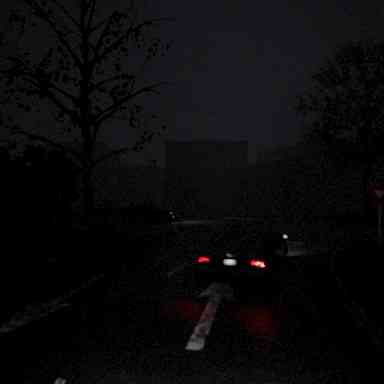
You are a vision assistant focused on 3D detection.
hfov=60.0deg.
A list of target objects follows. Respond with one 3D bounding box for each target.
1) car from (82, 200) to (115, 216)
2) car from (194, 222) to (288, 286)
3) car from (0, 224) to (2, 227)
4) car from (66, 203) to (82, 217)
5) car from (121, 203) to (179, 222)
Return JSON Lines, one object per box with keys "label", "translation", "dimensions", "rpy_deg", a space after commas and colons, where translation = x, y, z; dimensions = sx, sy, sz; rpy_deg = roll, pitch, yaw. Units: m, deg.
{"label": "car", "translation": [-9.776, 1.650, 35.896], "dimensions": [2.185, 1.767, 4.553], "rpy_deg": [-1, 0, 1]}
{"label": "car", "translation": [1.663, 1.594, 9.648], "dimensions": [2.033, 1.411, 5.357], "rpy_deg": [0, 0, 19]}
{"label": "car", "translation": [-12.163, 1.483, 23.729], "dimensions": [2.435, 2.045, 5.566], "rpy_deg": [-1, 0, 1]}
{"label": "car", "translation": [-12.808, 1.826, 35.976], "dimensions": [2.097, 1.535, 5.008], "rpy_deg": [-1, 0, 1]}
{"label": "car", "translation": [-3.441, 1.673, 27.456], "dimensions": [4.892, 1.490, 1.837], "rpy_deg": [-1, -2, 17]}
